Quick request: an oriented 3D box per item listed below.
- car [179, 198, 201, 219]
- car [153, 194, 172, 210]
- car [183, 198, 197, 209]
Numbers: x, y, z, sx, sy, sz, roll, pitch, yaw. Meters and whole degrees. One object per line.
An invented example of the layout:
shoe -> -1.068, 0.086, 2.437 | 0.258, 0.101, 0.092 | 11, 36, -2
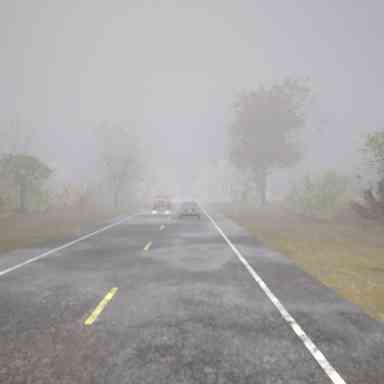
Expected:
car -> -0.182, 1.545, 29.058 | 2.033, 1.411, 5.357 | 0, 0, 0
car -> -3.811, 1.250, 43.488 | 2.150, 2.045, 5.566 | 0, 0, 0
car -> -0.259, 1.553, 46.873 | 1.812, 1.442, 4.674 | 0, 0, 0
